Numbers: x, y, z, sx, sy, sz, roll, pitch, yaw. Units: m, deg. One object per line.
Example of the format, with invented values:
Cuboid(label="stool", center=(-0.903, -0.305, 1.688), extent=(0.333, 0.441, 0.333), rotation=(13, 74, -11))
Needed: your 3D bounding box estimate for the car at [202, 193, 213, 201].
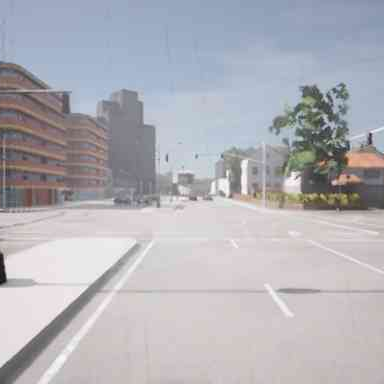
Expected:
Cuboid(label="car", center=(3.719, 1.413, 75.320), extent=(1.895, 1.301, 4.718), rotation=(0, 0, 0))

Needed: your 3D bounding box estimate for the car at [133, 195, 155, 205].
Cuboid(label="car", center=(-7.897, 1.336, 54.853), extent=(2.128, 1.511, 4.902), rotation=(0, 0, 1))

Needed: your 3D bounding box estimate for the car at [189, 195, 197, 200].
Cuboid(label="car", center=(0.248, 1.349, 85.330), extent=(1.895, 1.301, 4.718), rotation=(0, 0, 0))

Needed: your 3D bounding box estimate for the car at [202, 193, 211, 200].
Cuboid(label="car", center=(3.749, 1.118, 85.259), extent=(2.097, 1.767, 4.553), rotation=(0, 0, 0))

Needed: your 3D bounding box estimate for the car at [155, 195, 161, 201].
Cuboid(label="car", center=(-7.794, 1.357, 70.522), extent=(1.994, 1.385, 4.181), rotation=(0, 0, 0))

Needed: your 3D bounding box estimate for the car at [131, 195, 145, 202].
Cuboid(label="car", center=(-11.295, 1.323, 70.228), extent=(2.128, 1.511, 4.902), rotation=(0, 0, 0))

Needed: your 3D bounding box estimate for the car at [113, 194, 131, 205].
Cuboid(label="car", center=(-11.396, 1.189, 54.585), extent=(2.097, 1.767, 4.553), rotation=(0, 0, 1))

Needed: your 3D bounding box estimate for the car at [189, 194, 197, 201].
Cuboid(label="car", center=(0.218, 1.288, 74.883), extent=(1.882, 1.535, 5.008), rotation=(0, 0, 0))
